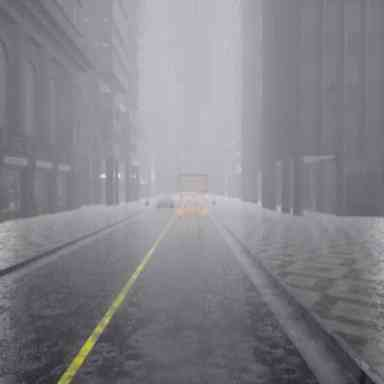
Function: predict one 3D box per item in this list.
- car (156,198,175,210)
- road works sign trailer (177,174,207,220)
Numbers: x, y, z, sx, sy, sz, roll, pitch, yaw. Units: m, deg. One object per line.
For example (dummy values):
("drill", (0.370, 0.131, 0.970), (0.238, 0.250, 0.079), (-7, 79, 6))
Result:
("car", (-3.091, 1.374, 39.939), (1.994, 1.385, 4.181), (0, 0, 0))
("road works sign trailer", (0.006, 0.344, 26.737), (2.380, 3.560, 2.880), (0, 0, 1))
